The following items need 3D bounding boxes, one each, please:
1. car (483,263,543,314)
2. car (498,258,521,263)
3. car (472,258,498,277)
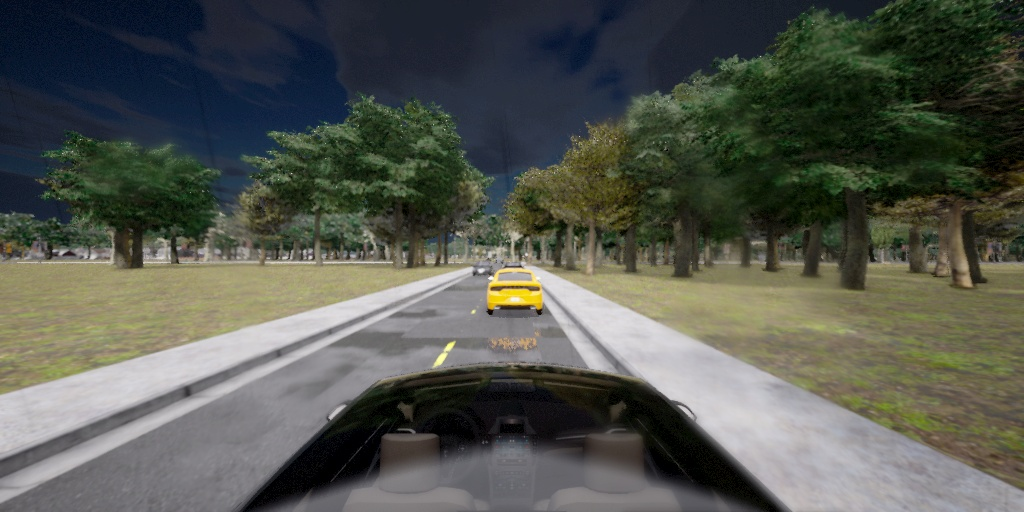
[{"bbox_3d":[0.104,1.222,13.841,1.882,1.535,5.008,0,0,0],"label":"car"},{"bbox_3d":[0.112,1.228,31.698,2.128,1.511,4.902,0,0,0],"label":"car"},{"bbox_3d":[-2.832,1.226,35.519,2.128,1.511,4.902,0,0,0],"label":"car"}]
